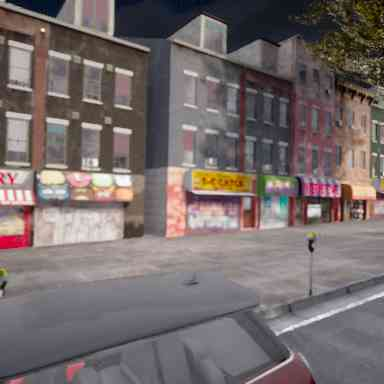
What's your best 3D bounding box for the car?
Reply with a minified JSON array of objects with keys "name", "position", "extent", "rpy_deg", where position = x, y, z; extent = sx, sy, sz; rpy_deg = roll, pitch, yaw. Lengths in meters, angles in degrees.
[{"name":"car","position":[-1.051,1.441,2.031],"extent":[4.097,1.590,1.967],"rpy_deg":[0,2,-35]}]
